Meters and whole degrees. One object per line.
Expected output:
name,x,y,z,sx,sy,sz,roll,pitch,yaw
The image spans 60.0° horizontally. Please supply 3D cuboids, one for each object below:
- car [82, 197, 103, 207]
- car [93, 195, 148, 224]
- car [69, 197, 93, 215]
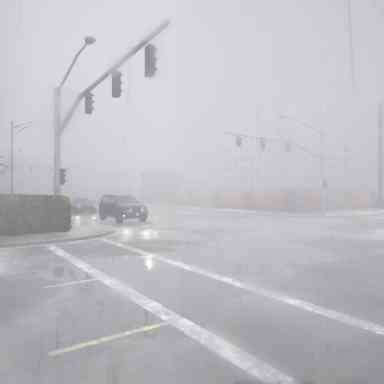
car,-15.998,1.569,53.300,1.994,1.385,4.181,0,0,-35
car,-5.454,1.224,25.773,2.150,2.045,5.566,0,0,-35
car,-11.454,1.358,34.323,2.097,1.767,4.553,0,0,-35
